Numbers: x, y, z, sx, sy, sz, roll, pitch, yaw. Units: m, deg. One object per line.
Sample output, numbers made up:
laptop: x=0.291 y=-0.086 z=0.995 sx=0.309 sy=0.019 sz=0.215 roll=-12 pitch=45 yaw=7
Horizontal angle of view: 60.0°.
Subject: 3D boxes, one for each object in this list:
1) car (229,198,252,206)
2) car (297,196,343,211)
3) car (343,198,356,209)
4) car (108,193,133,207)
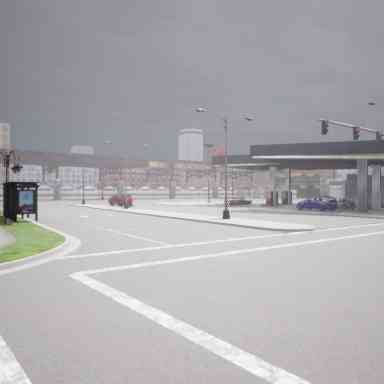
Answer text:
car: x=7.975 y=1.601 z=54.026 sx=1.895 sy=1.301 sz=4.718 roll=0 pitch=0 yaw=37
car: x=14.306 y=1.295 z=38.312 sx=2.242 sy=1.667 sz=4.611 roll=0 pitch=0 yaw=-35
car: x=18.580 y=1.456 z=42.226 sx=1.970 sy=1.475 sz=3.806 roll=0 pitch=0 yaw=-35
car: x=-11.157 y=1.220 z=51.882 sx=2.150 sy=2.045 sz=5.566 roll=0 pitch=0 yaw=-35
